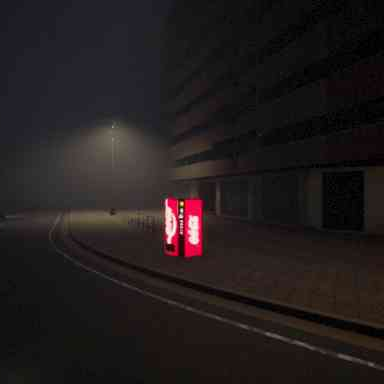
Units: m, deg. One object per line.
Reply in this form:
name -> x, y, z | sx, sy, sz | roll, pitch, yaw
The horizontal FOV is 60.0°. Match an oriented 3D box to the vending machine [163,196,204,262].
vending machine -> -0.287, 1.195, 11.318 | 1.100, 2.100, 0.880 | 0, 0, -39

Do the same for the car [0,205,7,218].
car -> -16.233, 1.526, 26.631 | 1.812, 1.442, 4.674 | 0, 0, -20
